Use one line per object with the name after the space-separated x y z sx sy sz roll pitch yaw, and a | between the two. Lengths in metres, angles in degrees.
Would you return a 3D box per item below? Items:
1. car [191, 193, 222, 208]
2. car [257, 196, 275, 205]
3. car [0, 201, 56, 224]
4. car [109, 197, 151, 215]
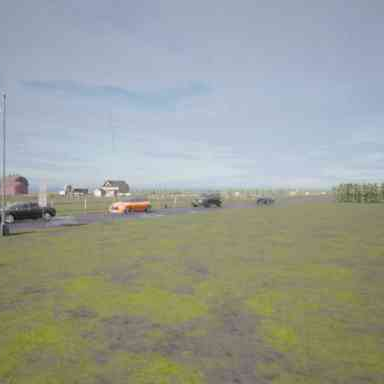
2.167 1.179 46.868 2.150 2.045 5.566 1 0 34 | car
12.821 1.487 57.570 1.837 1.490 4.892 1 0 34 | car
-12.576 1.476 24.761 1.837 1.490 4.892 1 0 32 | car
-6.294 1.315 34.232 2.097 1.767 4.553 1 0 34 | car
